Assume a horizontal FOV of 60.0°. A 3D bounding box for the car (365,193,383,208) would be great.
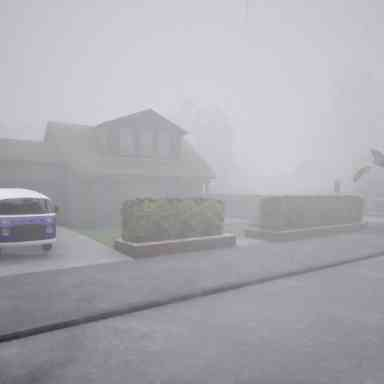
[{"bbox_3d":[23.154,0.984,40.320,3.866,1.878,1.905,0,0,0],"label":"car"}]
